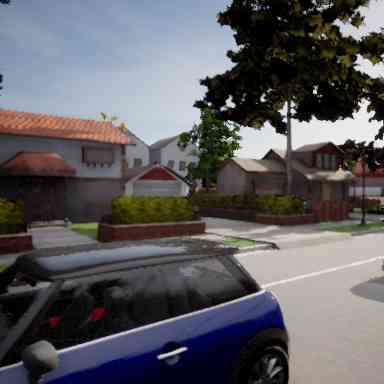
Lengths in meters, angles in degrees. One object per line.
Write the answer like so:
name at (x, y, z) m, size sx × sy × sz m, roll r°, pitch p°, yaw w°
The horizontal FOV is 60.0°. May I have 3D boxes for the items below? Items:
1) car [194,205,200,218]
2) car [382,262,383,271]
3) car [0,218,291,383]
car at (-1.152, 1.143, 23.813) m, size 1.970 × 1.475 × 3.806 m, roll 0°, pitch 0°, yaw -35°
car at (6.953, 1.541, 8.928) m, size 4.181 × 1.385 × 1.994 m, roll 0°, pitch 0°, yaw -35°
car at (-1.173, 1.351, 3.148) m, size 4.553 × 1.767 × 2.097 m, roll 0°, pitch 0°, yaw -36°
